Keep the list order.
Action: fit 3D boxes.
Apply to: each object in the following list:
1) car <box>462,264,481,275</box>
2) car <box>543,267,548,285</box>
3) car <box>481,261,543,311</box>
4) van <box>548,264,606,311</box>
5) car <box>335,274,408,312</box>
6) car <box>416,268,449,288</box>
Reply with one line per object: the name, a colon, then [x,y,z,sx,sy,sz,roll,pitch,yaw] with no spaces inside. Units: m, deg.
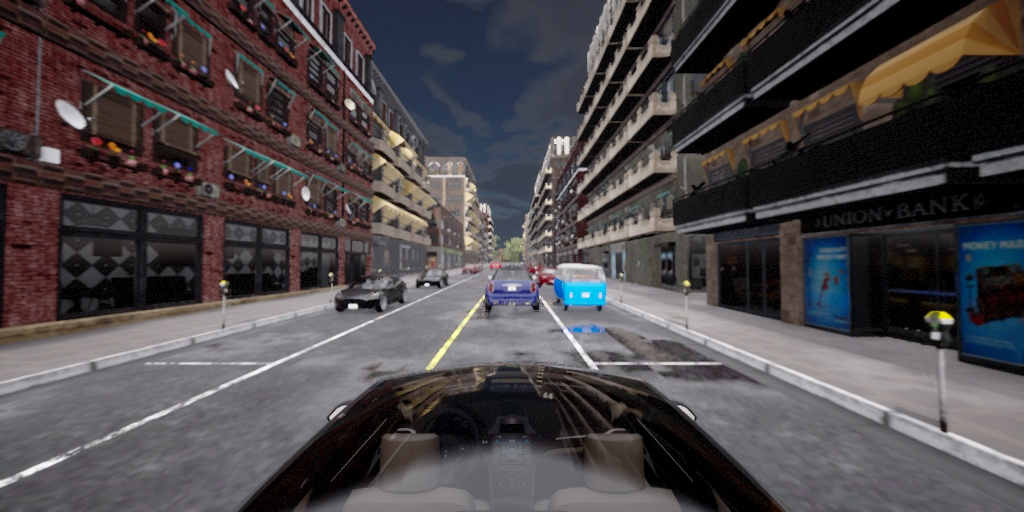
car: [-5.698,1.772,48.421,1.888,1.381,4.507,0,0,0]
car: [2.687,1.543,26.099,1.888,1.381,4.507,0,0,0]
car: [0.021,1.239,15.301,2.097,1.767,4.553,0,-1,1]
van: [2.688,1.226,14.959,1.690,1.789,3.998,0,0,0]
car: [-5.692,1.451,14.996,1.948,1.339,4.313,0,0,0]
car: [-5.694,1.564,26.138,1.948,1.339,4.313,0,0,0]
